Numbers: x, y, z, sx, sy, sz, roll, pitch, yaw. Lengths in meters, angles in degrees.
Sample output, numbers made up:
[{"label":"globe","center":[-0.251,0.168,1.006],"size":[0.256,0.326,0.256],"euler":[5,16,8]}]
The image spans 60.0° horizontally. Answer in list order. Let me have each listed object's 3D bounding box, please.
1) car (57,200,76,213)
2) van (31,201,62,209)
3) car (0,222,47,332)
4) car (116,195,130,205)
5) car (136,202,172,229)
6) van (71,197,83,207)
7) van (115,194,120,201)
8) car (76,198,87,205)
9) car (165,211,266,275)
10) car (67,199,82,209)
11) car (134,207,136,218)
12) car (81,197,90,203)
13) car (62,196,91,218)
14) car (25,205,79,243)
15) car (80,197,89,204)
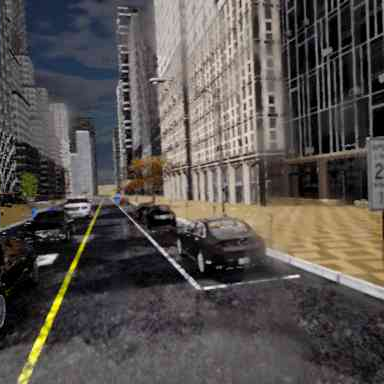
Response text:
[{"label":"car","center":[-17.286,1.977,46.015],"size":[2.008,1.369,4.403],"euler":[-4,1,-14]},{"label":"van","center":[-13.074,1.711,29.675],"size":[1.690,1.788,3.998],"euler":[-4,1,-14]},{"label":"car","center":[-4.485,1.687,6.896],"size":[1.812,1.442,4.674],"euler":[-3,1,-14]},{"label":"car","center":[-12.000,1.595,59.005],"size":[1.802,1.307,4.206],"euler":[-4,1,-14]},{"label":"car","center":[-2.140,1.447,20.884],"size":[1.947,1.339,4.313],"euler":[-4,1,-14]},{"label":"van","center":[-21.526,1.833,62.350],"size":[1.690,1.788,3.998],"euler":[-4,1,-14]},{"label":"van","center":[-20.468,1.496,91.677],"size":[1.690,1.788,3.998],"euler":[-4,1,-14]},{"label":"car","center":[-24.328,2.081,73.244],"size":[1.887,1.381,4.507],"euler":[-4,1,-14]},{"label":"car","center":[0.676,1.402,9.991],"size":[2.008,1.369,4.403],"euler":[-4,1,-14]},{"label":"car","center":[-20.103,2.014,56.907],"size":[1.887,1.381,4.507],"euler":[-4,1,-14]},{"label":"car","center":[-3.549,1.463,26.329],"size":[1.947,1.339,4.313],"euler":[-4,1,-14]},{"label":"car","center":[-28.553,2.161,89.582],"size":[2.008,1.369,4.403],"euler":[-4,1,-14]},{"label":"car","center":[-10.963,1.453,31.981],"size":[2.150,2.045,5.566],"euler":[-3,1,-14]},{"label":"car","center":[-7.061,1.693,16.856],"size":[1.837,1.490,4.892],"euler":[-3,1,-14]},{"label":"car","center":[-27.144,2.136,84.137],"size":[2.008,1.369,4.403],"euler":[-4,1,-14]}]
